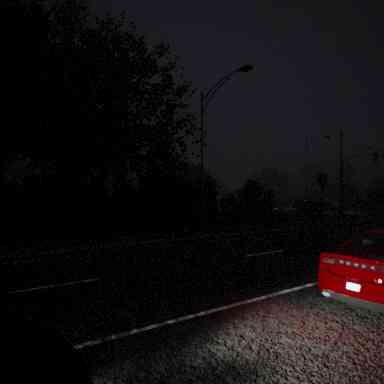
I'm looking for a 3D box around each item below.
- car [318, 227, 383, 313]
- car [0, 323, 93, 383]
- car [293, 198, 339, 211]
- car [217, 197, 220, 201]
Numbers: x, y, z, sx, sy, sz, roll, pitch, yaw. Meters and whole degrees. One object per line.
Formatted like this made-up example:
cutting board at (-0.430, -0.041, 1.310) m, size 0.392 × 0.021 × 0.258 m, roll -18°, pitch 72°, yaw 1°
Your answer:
car at (4.783, 1.477, 7.136) m, size 5.008 × 1.535 × 1.882 m, roll 0°, pitch 0°, yaw -35°
car at (-2.969, 1.492, 1.636) m, size 4.902 × 1.511 × 2.128 m, roll 0°, pitch 0°, yaw -35°
car at (14.476, 1.473, 39.839) m, size 1.882 × 1.535 × 5.008 m, roll 0°, pitch 0°, yaw -33°
car at (3.925, 1.450, 56.649) m, size 1.812 × 1.442 × 4.674 m, roll 0°, pitch 1°, yaw -32°
